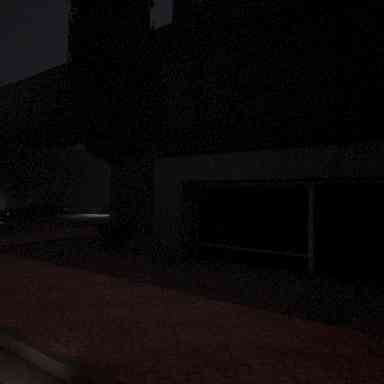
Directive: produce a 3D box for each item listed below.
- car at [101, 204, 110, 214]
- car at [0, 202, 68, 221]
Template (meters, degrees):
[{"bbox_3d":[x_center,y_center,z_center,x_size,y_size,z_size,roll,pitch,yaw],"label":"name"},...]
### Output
[{"bbox_3d":[-7.447,1.544,35.465,1.812,1.442,4.674,0,0,36],"label":"car"},{"bbox_3d":[-13.097,1.565,27.620,2.033,1.411,5.357,0,0,36],"label":"car"}]
